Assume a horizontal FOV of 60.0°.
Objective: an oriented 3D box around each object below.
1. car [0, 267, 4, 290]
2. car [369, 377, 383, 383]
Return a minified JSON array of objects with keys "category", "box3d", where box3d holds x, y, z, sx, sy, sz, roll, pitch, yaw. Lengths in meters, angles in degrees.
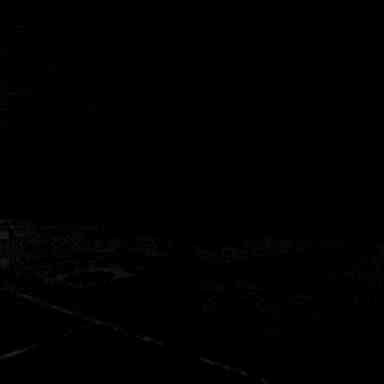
[{"category":"car","box3d":[-6.154,1.616,7.765,4.829,1.417,1.752,-1,0,38]},{"category":"car","box3d":[2.911,1.485,0.997,4.829,1.417,1.752,-1,0,37]}]
